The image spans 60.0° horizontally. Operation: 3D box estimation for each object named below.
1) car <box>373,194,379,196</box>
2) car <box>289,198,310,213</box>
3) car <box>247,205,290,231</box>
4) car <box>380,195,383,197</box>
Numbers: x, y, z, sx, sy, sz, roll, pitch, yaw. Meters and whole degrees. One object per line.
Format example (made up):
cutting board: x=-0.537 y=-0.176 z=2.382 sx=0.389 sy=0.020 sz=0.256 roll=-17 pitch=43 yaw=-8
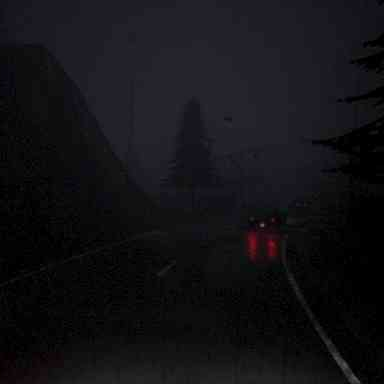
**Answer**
car: x=45.850 y=1.792 z=82.023 sx=3.806 sy=1.475 sz=1.970 roll=0 pitch=0 yaw=24
car: x=12.656 y=1.507 z=39.081 sx=2.097 sy=1.767 sz=4.553 roll=0 pitch=0 yaw=25
car: x=4.966 y=1.677 z=21.624 sx=1.895 sy=1.301 sz=4.718 roll=0 pitch=0 yaw=22
car: x=32.002 y=1.616 z=50.690 sx=5.027 sy=1.636 sz=2.152 roll=0 pitch=0 yaw=24
